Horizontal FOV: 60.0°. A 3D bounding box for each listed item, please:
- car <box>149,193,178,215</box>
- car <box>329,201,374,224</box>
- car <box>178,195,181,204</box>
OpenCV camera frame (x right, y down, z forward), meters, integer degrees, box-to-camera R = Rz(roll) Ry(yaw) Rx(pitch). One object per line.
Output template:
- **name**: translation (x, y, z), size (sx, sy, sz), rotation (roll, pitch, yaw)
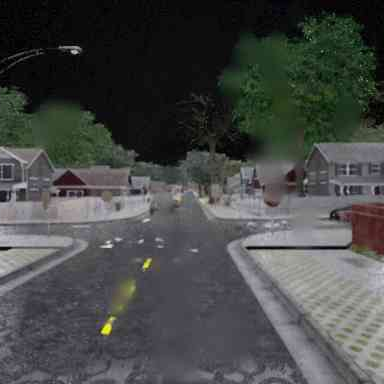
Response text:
- **car**: translation (-2.916, 1.157, 33.383), size (2.150, 2.045, 5.566), rotation (0, 0, 0)
- **car**: translation (11.394, 1.301, 22.070), size (4.181, 1.385, 1.994), rotation (-1, 0, -1)
- **car**: translation (-2.927, 1.435, 47.061), size (1.812, 1.442, 4.674), rotation (0, 1, 0)
